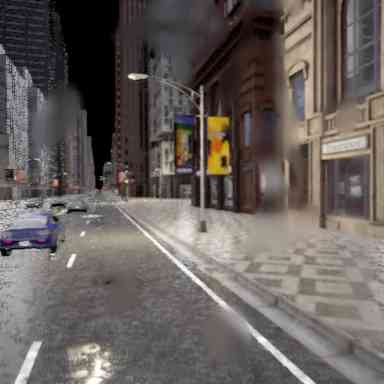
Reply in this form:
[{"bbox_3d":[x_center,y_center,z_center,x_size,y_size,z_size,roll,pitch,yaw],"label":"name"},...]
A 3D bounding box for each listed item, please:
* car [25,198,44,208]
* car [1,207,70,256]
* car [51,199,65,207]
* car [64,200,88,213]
[{"bbox_3d":[-22.318,1.663,47.276,1.837,1.490,4.892,-1,0,-15],"label":"car"},{"bbox_3d":[-6.183,1.560,13.319,1.812,1.442,4.674,-1,0,-15],"label":"car"},{"bbox_3d":[-19.174,1.722,48.105,1.895,1.301,4.718,-1,0,-15],"label":"car"},{"bbox_3d":[-12.698,1.595,37.122,1.994,1.385,4.181,-1,0,-15],"label":"car"}]
